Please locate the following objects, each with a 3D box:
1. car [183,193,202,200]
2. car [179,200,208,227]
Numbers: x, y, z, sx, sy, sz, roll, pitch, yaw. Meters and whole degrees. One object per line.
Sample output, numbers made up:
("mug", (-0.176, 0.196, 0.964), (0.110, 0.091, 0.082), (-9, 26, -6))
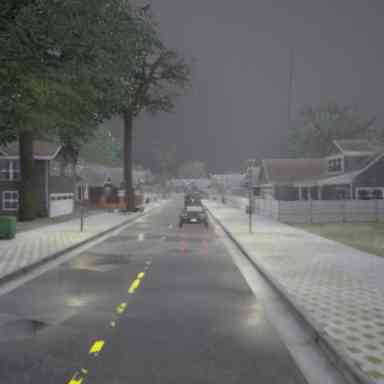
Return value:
("car", (0.106, 1.202, 42.499), (2.150, 2.045, 5.566), (0, 0, 0))
("car", (0.103, 1.518, 22.321), (1.812, 1.442, 4.674), (0, 0, 0))
